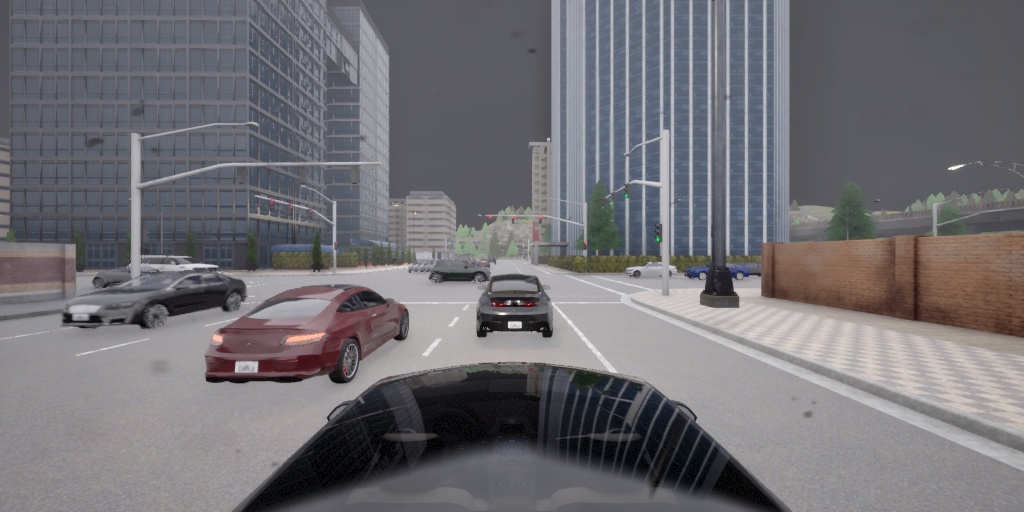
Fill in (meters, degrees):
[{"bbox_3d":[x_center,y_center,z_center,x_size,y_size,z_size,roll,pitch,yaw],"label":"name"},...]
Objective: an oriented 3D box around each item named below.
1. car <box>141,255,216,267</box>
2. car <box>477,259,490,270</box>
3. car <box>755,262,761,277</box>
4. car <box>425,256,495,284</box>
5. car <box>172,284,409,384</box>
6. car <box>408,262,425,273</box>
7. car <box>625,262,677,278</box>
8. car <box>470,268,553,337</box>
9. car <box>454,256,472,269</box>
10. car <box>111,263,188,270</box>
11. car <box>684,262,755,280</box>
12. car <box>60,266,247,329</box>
[{"bbox_3d":[-24.555,0.971,26.193,5.566,2.045,2.150,0,0,-1],"label":"car"},{"bbox_3d":[-4.292,1.275,54.715,1.812,1.442,4.674,0,0,-1],"label":"car"},{"bbox_3d":[22.614,1.297,33.817,5.357,1.411,2.033,0,0,-1],"label":"car"},{"bbox_3d":[-3.729,1.102,26.377,4.553,1.767,2.097,0,0,-1],"label":"car"},{"bbox_3d":[-3.438,1.276,6.958,1.812,1.442,4.674,0,0,0],"label":"car"},{"bbox_3d":[-11.395,1.351,44.434,1.895,1.301,4.718,0,0,1],"label":"car"},{"bbox_3d":[13.027,1.276,33.713,4.674,1.442,1.812,0,0,1],"label":"car"},{"bbox_3d":[0.064,1.255,10.224,1.837,1.490,4.892,0,0,0],"label":"car"},{"bbox_3d":[-8.050,0.971,59.435,2.150,2.045,5.566,0,0,-1],"label":"car"},{"bbox_3d":[-23.605,1.313,22.660,4.181,1.385,1.994,0,0,1],"label":"car"},{"bbox_3d":[17.209,1.228,30.269,5.008,1.535,1.882,0,0,-1],"label":"car"},{"bbox_3d":[-10.696,1.241,11.286,2.128,1.511,4.902,0,0,-2],"label":"car"}]
